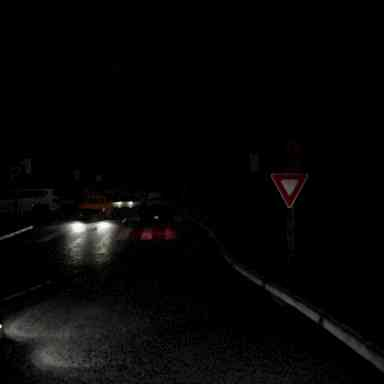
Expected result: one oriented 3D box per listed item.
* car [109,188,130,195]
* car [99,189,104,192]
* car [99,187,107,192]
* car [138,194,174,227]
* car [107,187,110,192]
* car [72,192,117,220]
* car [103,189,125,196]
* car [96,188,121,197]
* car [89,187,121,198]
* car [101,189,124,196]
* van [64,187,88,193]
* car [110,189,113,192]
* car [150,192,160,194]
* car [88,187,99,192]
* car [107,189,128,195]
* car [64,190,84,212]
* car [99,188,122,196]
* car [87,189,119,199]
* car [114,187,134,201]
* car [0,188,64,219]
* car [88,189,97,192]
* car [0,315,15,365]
[{"bbox_3d":[-19.934,-0.141,91.235,5.366,1.575,1.946,-1,1,-27],"label":"car"},{"bbox_3d":[-14.449,0.697,43.463,4.674,1.452,2.002,-1,1,-27],"label":"car"},{"bbox_3d":[-14.770,0.475,46.451,4.553,1.767,2.185,-1,2,-27],"label":"car"},{"bbox_3d":[-2.078,1.113,19.447,1.882,1.535,5.008,0,1,-6],"label":"car"},{"bbox_3d":[-15.120,0.420,49.431,4.553,1.767,2.185,-1,2,-27],"label":"car"},{"bbox_3d":[-6.731,1.032,23.504,1.882,1.535,5.008,0,1,-7],"label":"car"},{"bbox_3d":[-18.663,0.087,79.238,4.674,1.452,2.002,-1,1,-27],"label":"car"},{"bbox_3d":[-17.632,0.063,70.283,4.553,1.767,2.185,-1,1,-27],"label":"car"},{"bbox_3d":[-16.891,0.034,64.353,5.566,2.045,2.435,-2,1,-27],"label":"car"},{"bbox_3d":[-18.279,0.121,76.271,4.792,1.488,2.163,-1,1,-27],"label":"car"},{"bbox_3d":[-13.489,0.602,34.453,4.442,1.987,1.878,-1,2,-27],"label":"van"},{"bbox_3d":[-15.477,0.522,52.426,4.792,1.488,2.163,-1,1,-27],"label":"car"},{"bbox_3d":[-4.538,0.760,40.644,1.812,1.442,4.674,0,1,-7],"label":"car"},{"bbox_3d":[-14.128,0.588,40.469,4.553,1.767,2.185,-1,1,-27],"label":"car"},{"bbox_3d":[-19.744,-0.088,88.172,4.892,1.521,2.231,-1,1,-27],"label":"car"},{"bbox_3d":[-12.499,0.932,28.635,5.366,1.575,1.946,-1,1,-27],"label":"car"},{"bbox_3d":[-17.983,0.015,73.263,4.553,1.767,2.185,-1,1,-27],"label":"car"},{"bbox_3d":[-16.385,0.329,61.439,5.366,1.575,1.946,-1,1,-27],"label":"car"},{"bbox_3d":[-9.768,0.292,49.443,2.150,2.045,5.566,0,1,-7],"label":"car"},{"bbox_3d":[-11.960,0.801,22.560,5.566,2.045,2.435,-1,2,-27],"label":"car"},{"bbox_3d":[-13.733,0.769,37.494,5.008,1.535,2.097,-1,2,-27],"label":"car"},{"bbox_3d":[-4.471,1.503,2.506,2.033,1.411,5.357,1,1,43],"label":"car"}]
